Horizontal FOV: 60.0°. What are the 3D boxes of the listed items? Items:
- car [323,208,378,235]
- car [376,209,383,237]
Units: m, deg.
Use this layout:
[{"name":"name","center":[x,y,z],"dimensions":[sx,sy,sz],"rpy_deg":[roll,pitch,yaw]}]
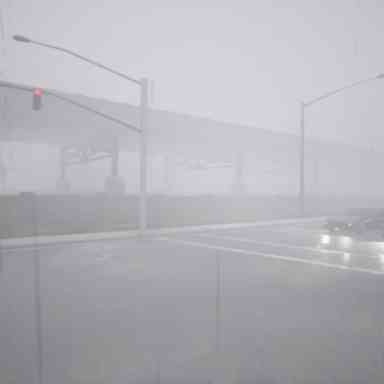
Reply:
[{"name":"car","center":[10.071,1.641,19.734],"dimensions":[5.357,1.411,2.033],"rpy_deg":[0,0,-35]},{"name":"car","center":[11.120,1.659,16.182],"dimensions":[4.181,1.385,1.994],"rpy_deg":[0,0,-35]}]
